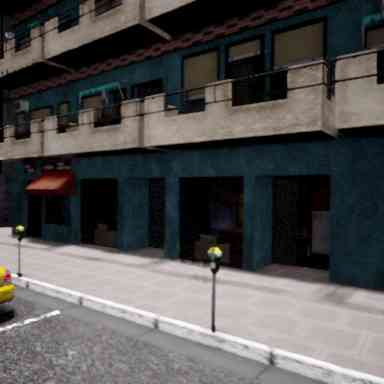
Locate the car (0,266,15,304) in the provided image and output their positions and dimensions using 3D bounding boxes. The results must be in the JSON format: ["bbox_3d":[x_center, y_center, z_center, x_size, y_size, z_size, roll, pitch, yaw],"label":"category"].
[{"bbox_3d":[-5.466,1.536,6.761,4.829,1.417,1.752,0,1,36],"label":"car"}]
